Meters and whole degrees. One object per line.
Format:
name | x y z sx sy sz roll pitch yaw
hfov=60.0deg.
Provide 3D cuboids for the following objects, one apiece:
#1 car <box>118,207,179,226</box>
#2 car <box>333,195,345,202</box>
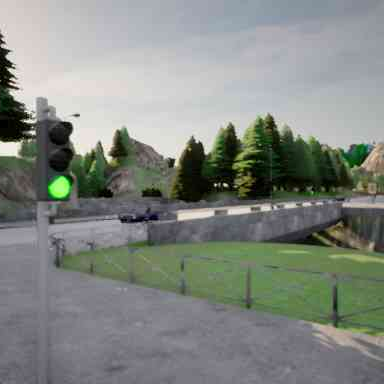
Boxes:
car | -3.028 1.732 24.442 1.895 1.301 4.718 -1 0 36
car | 33.522 1.565 75.607 1.837 1.490 4.892 -1 0 36
